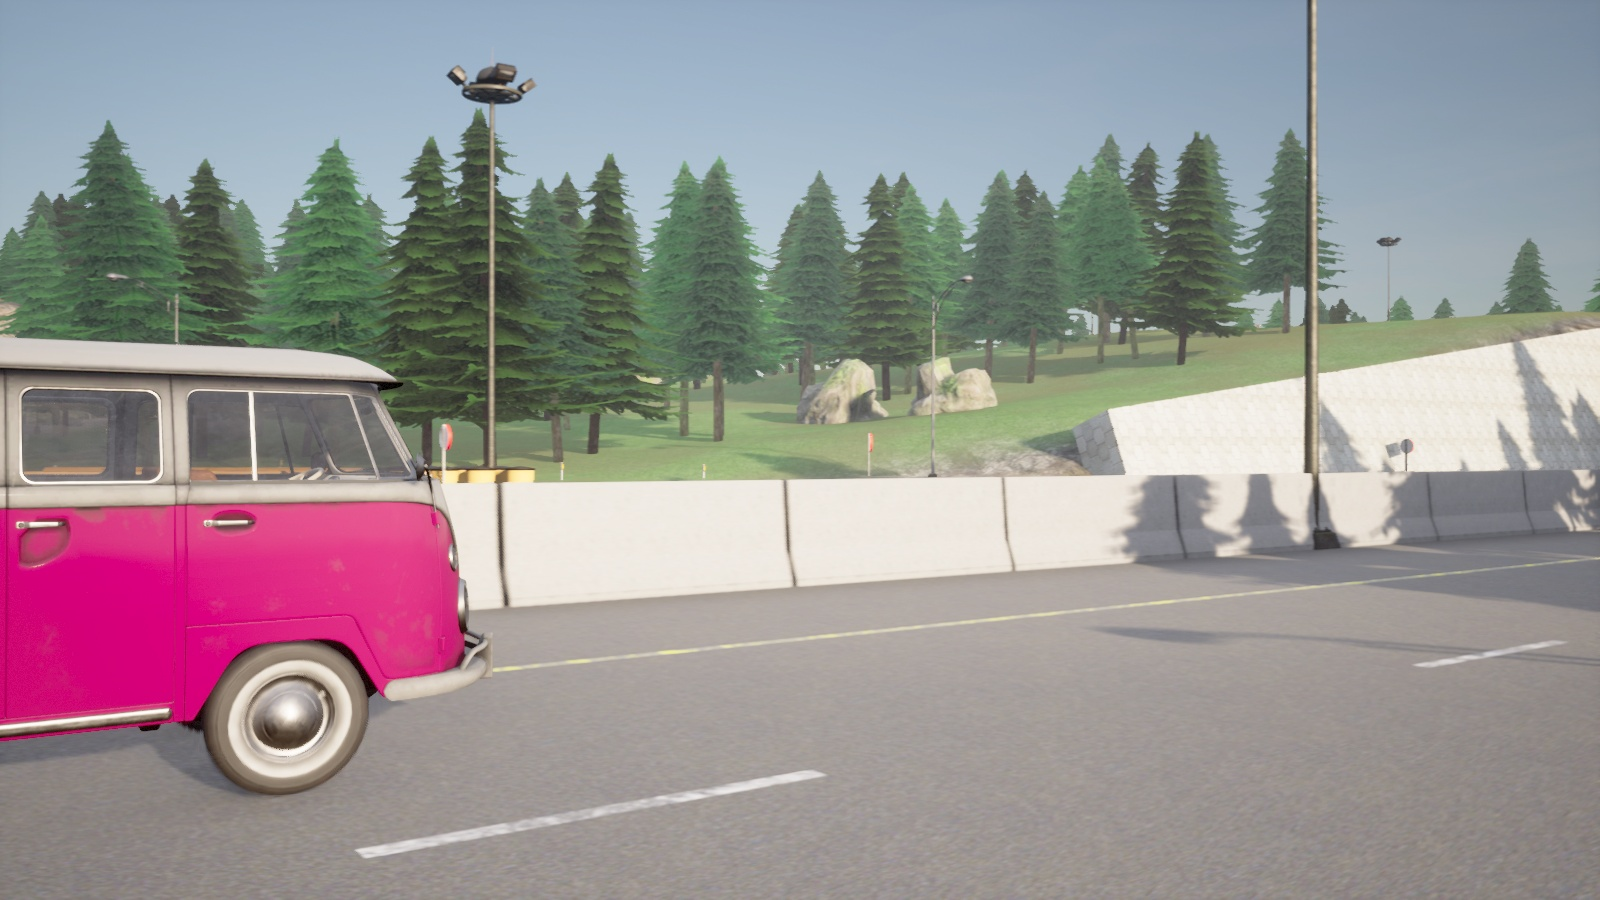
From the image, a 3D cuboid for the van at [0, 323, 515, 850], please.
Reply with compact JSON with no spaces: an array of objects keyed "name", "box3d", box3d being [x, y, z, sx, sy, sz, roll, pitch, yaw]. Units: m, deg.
[{"name":"van","box3d":[-3.671,0.518,5.369,4.442,1.987,1.775,0,0,-35]}]
